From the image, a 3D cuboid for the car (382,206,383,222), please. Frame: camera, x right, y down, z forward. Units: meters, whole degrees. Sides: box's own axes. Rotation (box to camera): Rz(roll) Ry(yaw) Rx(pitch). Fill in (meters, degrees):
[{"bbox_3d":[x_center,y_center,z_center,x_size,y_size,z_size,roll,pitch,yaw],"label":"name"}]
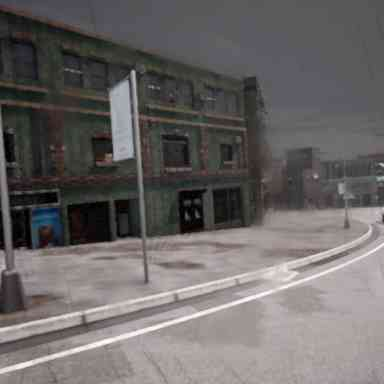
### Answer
[{"bbox_3d":[18.270,1.728,29.272,2.150,2.045,5.566,-3,-3,21],"label":"car"}]
